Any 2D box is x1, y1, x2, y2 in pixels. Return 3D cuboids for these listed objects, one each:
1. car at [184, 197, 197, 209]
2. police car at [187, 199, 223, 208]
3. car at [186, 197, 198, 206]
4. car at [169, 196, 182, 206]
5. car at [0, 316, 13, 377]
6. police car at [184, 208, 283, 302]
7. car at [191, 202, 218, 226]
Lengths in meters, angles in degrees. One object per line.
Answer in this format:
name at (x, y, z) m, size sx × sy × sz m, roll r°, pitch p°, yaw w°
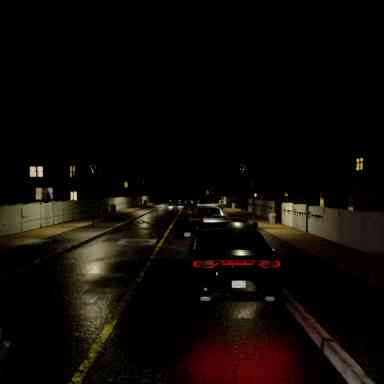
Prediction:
car at (0.024, 1.409, 45.790) m, size 2.097 × 1.767 × 4.553 m, roll 0°, pitch 0°, yaw 0°
police car at (0.823, 1.432, 18.448) m, size 1.930 × 1.638 × 5.238 m, roll 0°, pitch 0°, yaw 0°
car at (-0.005, 1.668, 59.758) m, size 1.994 × 1.385 × 4.181 m, roll 0°, pitch 0°, yaw 0°
car at (-2.755, 1.442, 55.909) m, size 2.097 × 1.767 × 4.553 m, roll 0°, pitch 0°, yaw 0°
car at (-2.850, 1.547, 1.232) m, size 2.033 × 1.411 × 5.357 m, roll 0°, pitch 0°, yaw 0°
police car at (0.824, 1.424, 8.445) m, size 1.930 × 1.638 × 5.238 m, roll 0°, pitch 0°, yaw 0°
car at (0.823, 1.519, 24.338) m, size 1.837 × 1.490 × 4.892 m, roll 0°, pitch 0°, yaw 0°
